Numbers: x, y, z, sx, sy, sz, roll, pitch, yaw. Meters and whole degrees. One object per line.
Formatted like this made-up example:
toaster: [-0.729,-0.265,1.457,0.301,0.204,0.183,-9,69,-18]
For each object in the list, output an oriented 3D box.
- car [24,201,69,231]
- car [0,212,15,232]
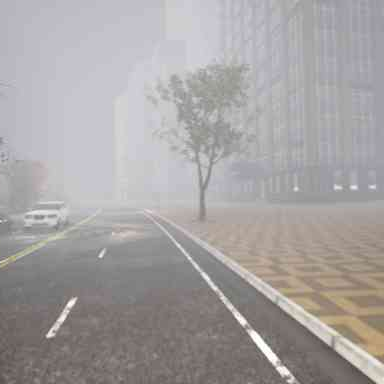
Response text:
car: [-10.709,1.720,24.970,2.150,2.045,5.566,-1,-1,-10]
car: [-13.533,2.077,22.304,1.994,1.385,4.181,-1,-1,-10]
